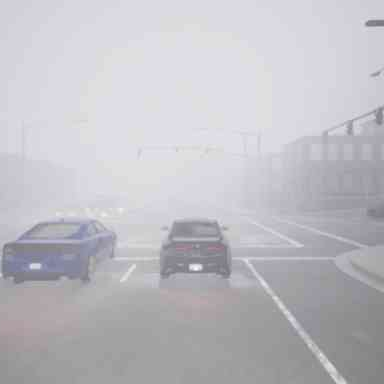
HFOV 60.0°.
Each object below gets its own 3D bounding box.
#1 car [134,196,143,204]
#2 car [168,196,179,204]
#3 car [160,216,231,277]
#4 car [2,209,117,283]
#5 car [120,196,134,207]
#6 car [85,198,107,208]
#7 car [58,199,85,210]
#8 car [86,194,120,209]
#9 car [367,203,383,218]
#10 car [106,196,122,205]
[{"bbox_3d":[-10.500,1.451,63.098,1.882,1.535,5.008,0,0,0],"label":"car"},{"bbox_3d":[-3.385,1.452,61.766,1.882,1.535,5.008,0,0,0],"label":"car"},{"bbox_3d":[0.095,1.501,10.186,1.837,1.490,4.892,0,0,0],"label":"car"},{"bbox_3d":[-3.505,1.473,9.747,1.882,1.535,5.008,0,0,-2],"label":"car"},{"bbox_3d":[-10.579,1.470,49.789,2.128,1.511,4.902,0,0,0],"label":"car"},{"bbox_3d":[-14.080,1.543,49.084,1.994,1.385,4.181,0,0,0],"label":"car"},{"bbox_3d":[-14.080,1.509,39.127,1.812,1.442,4.674,0,0,0],"label":"car"},{"bbox_3d":[-10.586,1.204,39.822,2.150,2.045,5.566,0,0,0],"label":"car"},{"bbox_3d":[14.922,1.006,23.339,5.008,1.535,1.882,-5,0,0],"label":"car"},{"bbox_3d":[-14.024,1.500,59.875,1.812,1.442,4.674,0,0,0],"label":"car"}]
